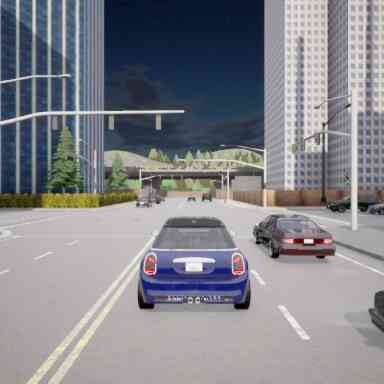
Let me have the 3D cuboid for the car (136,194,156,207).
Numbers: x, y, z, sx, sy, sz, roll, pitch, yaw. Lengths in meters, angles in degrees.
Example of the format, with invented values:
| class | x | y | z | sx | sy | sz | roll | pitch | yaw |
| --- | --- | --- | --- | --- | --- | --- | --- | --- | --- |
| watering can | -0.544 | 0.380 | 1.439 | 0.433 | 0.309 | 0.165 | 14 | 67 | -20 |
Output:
| class | x | y | z | sx | sy | sz | roll | pitch | yaw |
| --- | --- | --- | --- | --- | --- | --- | --- | --- | --- |
| car | -7.137 | 1.491 | 49.786 | 2.128 | 1.511 | 4.902 | 0 | 0 | 0 |

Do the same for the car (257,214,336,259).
| class | x | y | z | sx | sy | sz | roll | pitch | yaw |
| --- | --- | --- | --- | --- | --- | --- | --- | --- | --- |
| car | 3.599 | 1.547 | 12.648 | 2.033 | 1.411 | 5.357 | 0 | 0 | 1 |

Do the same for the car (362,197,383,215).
| class | x | y | z | sx | sy | sz | roll | pitch | yaw |
| --- | --- | --- | --- | --- | --- | --- | --- | --- | --- |
| car | 19.992 | 1.526 | 33.099 | 4.674 | 1.442 | 1.812 | 0 | 0 | 0 |

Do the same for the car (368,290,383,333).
| class | x | y | z | sx | sy | sz | roll | pitch | yaw |
| --- | --- | --- | --- | --- | --- | --- | --- | --- | --- |
| car | 3.599 | 1.547 | 2.580 | 2.033 | 1.411 | 5.357 | 0 | 0 | 0 |

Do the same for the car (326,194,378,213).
| class | x | y | z | sx | sy | sz | roll | pitch | yaw |
| --- | --- | --- | --- | --- | --- | --- | --- | --- | --- |
| car | 17.813 | 1.221 | 36.631 | 5.566 | 2.045 | 2.150 | 0 | 0 | 0 |

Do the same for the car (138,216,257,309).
| class | x | y | z | sx | sy | sz | roll | pitch | yaw |
| --- | --- | --- | --- | --- | --- | --- | --- | --- | --- |
| car | 0.053 | 1.352 | 8.018 | 2.097 | 1.767 | 4.553 | 0 | 0 | 0 |

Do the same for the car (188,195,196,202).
| class | x | y | z | sx | sy | sz | roll | pitch | yaw |
| --- | --- | --- | --- | --- | --- | --- | --- | --- | --- |
| car | -0.065 | 1.501 | 77.708 | 1.812 | 1.442 | 4.674 | 0 | 0 | 0 |

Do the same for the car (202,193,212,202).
| class | x | y | z | sx | sy | sz | roll | pitch | yaw |
| --- | --- | --- | --- | --- | --- | --- | --- | --- | --- |
| car | 3.435 | 1.202 | 77.740 | 2.150 | 2.045 | 5.566 | 0 | 0 | 0 |

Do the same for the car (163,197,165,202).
| class | x | y | z | sx | sy | sz | roll | pitch | yaw |
| --- | --- | --- | --- | --- | --- | --- | --- | --- | --- |
| car | -7.062 | 1.550 | 73.519 | 1.994 | 1.385 | 4.181 | 0 | 0 | 0 |

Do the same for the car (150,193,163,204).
| class | x | y | z | sx | sy | sz | roll | pitch | yaw |
| --- | --- | --- | --- | --- | --- | --- | --- | --- | --- |
| car | -7.117 | 1.220 | 61.617 | 2.150 | 2.045 | 5.566 | 0 | 0 | 0 |
